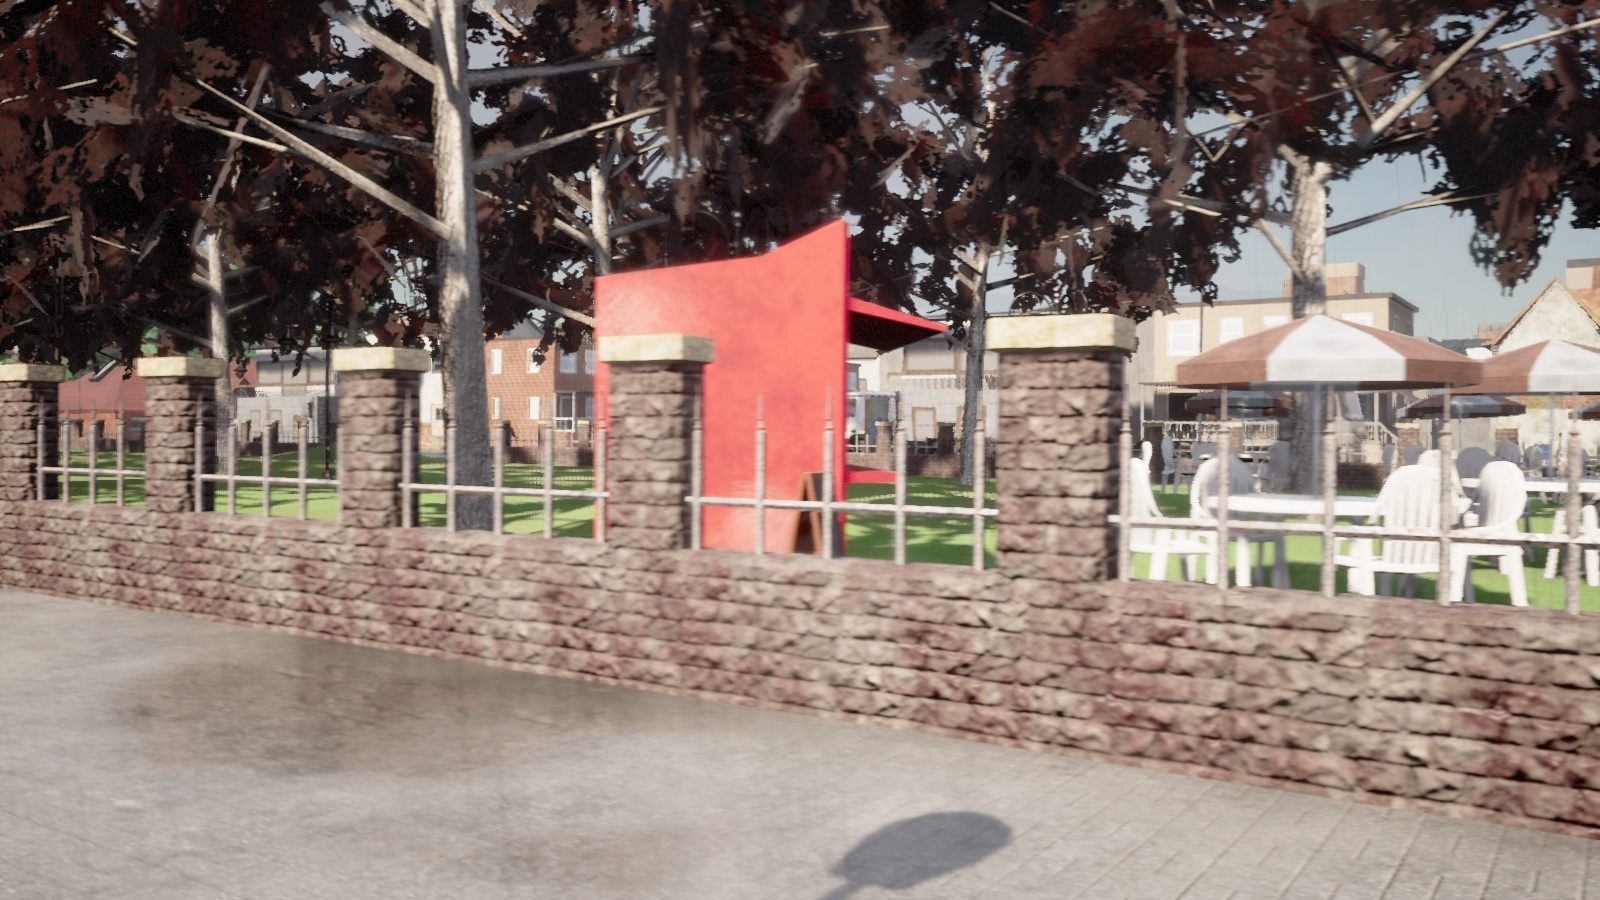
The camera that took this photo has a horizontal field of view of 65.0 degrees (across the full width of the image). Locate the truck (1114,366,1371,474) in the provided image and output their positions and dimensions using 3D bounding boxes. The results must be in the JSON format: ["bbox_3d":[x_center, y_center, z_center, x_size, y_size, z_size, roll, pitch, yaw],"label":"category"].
[{"bbox_3d":[15.274,-0.984,43.593,7.936,3.462,2.891,0,1,34],"label":"truck"}]

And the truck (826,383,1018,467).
[{"bbox_3d":[5.284,-1.050,55.063,7.936,3.462,2.891,0,1,34],"label":"truck"}]

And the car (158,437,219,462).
[{"bbox_3d":[-38.749,-0.025,79.593,3.705,1.549,1.789,0,1,32],"label":"car"}]
